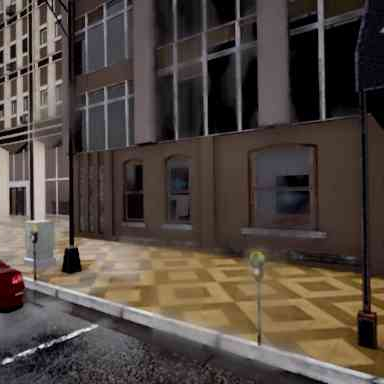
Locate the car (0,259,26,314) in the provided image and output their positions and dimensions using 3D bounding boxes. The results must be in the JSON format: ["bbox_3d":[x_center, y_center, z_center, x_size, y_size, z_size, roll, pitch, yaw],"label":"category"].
[{"bbox_3d":[-4.784,1.582,6.300,4.206,1.307,1.802,0,-1,36],"label":"car"}]
